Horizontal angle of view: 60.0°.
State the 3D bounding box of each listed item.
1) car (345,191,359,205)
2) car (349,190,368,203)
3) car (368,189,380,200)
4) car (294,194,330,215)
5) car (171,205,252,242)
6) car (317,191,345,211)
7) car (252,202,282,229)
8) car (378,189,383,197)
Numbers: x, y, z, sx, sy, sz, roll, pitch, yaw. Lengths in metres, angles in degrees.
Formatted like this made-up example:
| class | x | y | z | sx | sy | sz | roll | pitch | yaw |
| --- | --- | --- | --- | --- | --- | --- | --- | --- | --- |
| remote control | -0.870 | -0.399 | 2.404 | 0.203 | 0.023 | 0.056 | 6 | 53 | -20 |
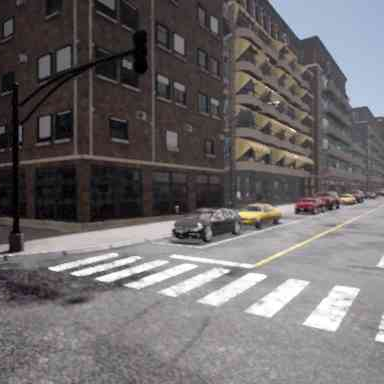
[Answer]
| class | x | y | z | sx | sy | sz | roll | pitch | yaw |
| --- | --- | --- | --- | --- | --- | --- | --- | --- | --- |
| car | 19.816 | 0.930 | 42.748 | 1.752 | 1.417 | 4.829 | 0 | 1 | 35 |
| car | 23.100 | 0.642 | 47.449 | 2.192 | 1.841 | 5.009 | 0 | 1 | 35 |
| car | 32.662 | 0.669 | 61.148 | 1.947 | 1.339 | 4.313 | 0 | 1 | 35 |
| car | 10.354 | 1.173 | 29.192 | 1.887 | 1.381 | 4.507 | 0 | 1 | 35 |
| car | 0.793 | 1.409 | 15.497 | 2.008 | 1.369 | 4.403 | 0 | 1 | 35 |
| car | 13.540 | 0.868 | 33.754 | 2.192 | 1.841 | 5.009 | 0 | 1 | 35 |
| car | 3.882 | 1.309 | 19.922 | 1.752 | 1.417 | 4.829 | 0 | 1 | 35 |
| car | 42.221 | 0.197 | 74.839 | 2.192 | 1.841 | 5.009 | 0 | 1 | 35 |
